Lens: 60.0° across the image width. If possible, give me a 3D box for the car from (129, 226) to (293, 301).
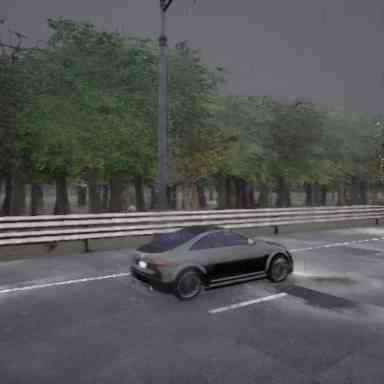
[{"bbox_3d":[0.587,1.553,8.324,4.181,1.385,1.994,0,0,-34],"label":"car"}]
